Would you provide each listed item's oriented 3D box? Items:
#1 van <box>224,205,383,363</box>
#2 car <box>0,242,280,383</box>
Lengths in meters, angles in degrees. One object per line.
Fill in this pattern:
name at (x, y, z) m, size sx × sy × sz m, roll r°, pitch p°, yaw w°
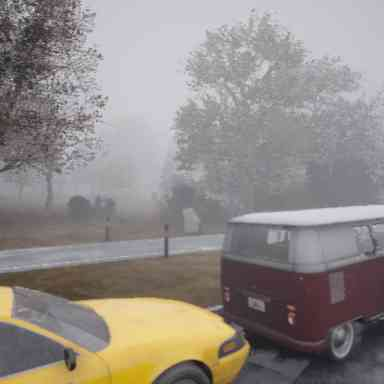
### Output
van at (2.652, 1.266, 5.845) m, size 4.442 × 1.987 × 1.878 m, roll -1°, pitch -2°, yaw -35°
car at (-1.907, 1.468, 2.735) m, size 5.366 × 1.575 × 1.946 m, roll -1°, pitch -2°, yaw -34°
